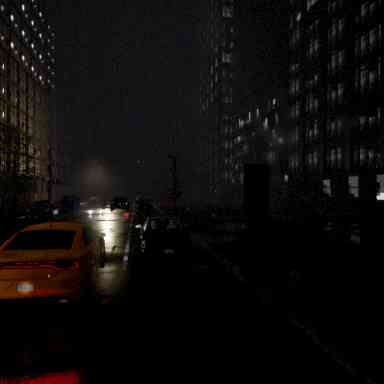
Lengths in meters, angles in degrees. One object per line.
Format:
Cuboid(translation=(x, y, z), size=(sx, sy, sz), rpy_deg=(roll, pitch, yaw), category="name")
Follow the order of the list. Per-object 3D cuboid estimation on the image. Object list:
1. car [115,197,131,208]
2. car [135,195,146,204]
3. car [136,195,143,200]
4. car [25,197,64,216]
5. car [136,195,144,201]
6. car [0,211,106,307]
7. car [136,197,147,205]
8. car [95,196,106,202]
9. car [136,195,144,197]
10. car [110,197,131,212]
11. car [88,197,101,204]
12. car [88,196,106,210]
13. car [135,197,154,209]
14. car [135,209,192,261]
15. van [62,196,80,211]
Cuboid(translation=(-10.033, 1.507, 48.634), size=(2.033, 1.411, 5.357), rpy_deg=(0, 0, -9), category="car")
Cuboid(translation=(-9.590, 1.393, 62.193), size=(1.967, 1.590, 4.097), rpy_deg=(0, 0, -10), category="car")
Cuboid(translation=(-14.259, 1.468, 90.018), size=(1.887, 1.381, 4.507), rpy_deg=(0, 0, -10), category="car")
Cuboid(translation=(-12.253, 1.405, 27.426), size=(1.967, 1.590, 4.097), rpy_deg=(0, 0, -10), category="car")
Cuboid(translation=(-12.391, 1.501, 78.889), size=(1.947, 1.339, 4.313), rpy_deg=(0, 0, -10), category="car")
Cuboid(translation=(-3.227, 1.470, 8.081), size=(1.882, 1.535, 5.008), rpy_deg=(0, 0, -10), category="car")
Cuboid(translation=(-8.655, 1.540, 56.629), size=(1.802, 1.307, 4.206), rpy_deg=(0, 0, -10), category="car")
Cuboid(translation=(-19.722, 1.488, 71.934), size=(1.947, 1.339, 4.313), rpy_deg=(0, 0, -10), category="car")
Cuboid(translation=(-7.721, 1.530, 51.064), size=(1.947, 1.339, 4.313), rpy_deg=(0, 0, -10), category="car")
Cuboid(translation=(-8.322, 1.321, 38.770), size=(2.097, 1.767, 4.553), rpy_deg=(0, 0, -9), category="car")
Cuboid(translation=(-17.854, 1.515, 60.808), size=(1.802, 1.307, 4.206), rpy_deg=(0, 0, -10), category="car")
Cuboid(translation=(-12.017, 1.522, 42.330), size=(1.994, 1.385, 4.181), rpy_deg=(0, 0, -10), category="car")
Cuboid(translation=(-4.919, 1.545, 34.370), size=(1.947, 1.339, 4.313), rpy_deg=(0, 0, -10), category="car")
Cuboid(translation=(-1.057, 1.547, 12.134), size=(2.008, 1.369, 4.403), rpy_deg=(0, 0, -10), category="car")
Cuboid(translation=(-14.122, 1.296, 38.553), size=(1.690, 1.788, 3.998), rpy_deg=(0, 0, -10), category="van")
